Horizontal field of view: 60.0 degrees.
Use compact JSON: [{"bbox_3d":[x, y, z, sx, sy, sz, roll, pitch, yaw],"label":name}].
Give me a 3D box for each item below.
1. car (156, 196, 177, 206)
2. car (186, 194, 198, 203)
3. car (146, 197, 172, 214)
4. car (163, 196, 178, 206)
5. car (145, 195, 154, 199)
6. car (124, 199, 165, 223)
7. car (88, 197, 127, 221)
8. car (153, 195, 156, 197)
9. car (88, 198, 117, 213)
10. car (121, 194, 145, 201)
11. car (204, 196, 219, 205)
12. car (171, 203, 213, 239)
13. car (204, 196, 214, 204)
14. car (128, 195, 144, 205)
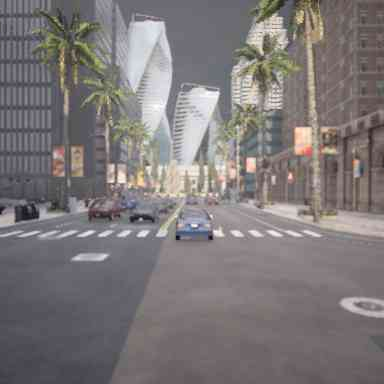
[{"bbox_3d":[-3.497,1.569,45.025,1.994,1.385,4.181,0,0,0],"label":"car"},{"bbox_3d":[0.011,1.571,57.560,1.994,1.385,4.181,0,0,-1],"label":"car"},{"bbox_3d":[-3.523,1.568,35.260,1.994,1.385,4.181,0,0,1],"label":"car"},{"bbox_3d":[-3.477,1.498,55.466,2.128,1.511,4.902,0,0,0],"label":"car"},{"bbox_3d":[-6.994,1.569,47.119,1.994,1.385,4.181,0,0,0],"label":"car"},{"bbox_3d":[-3.579,1.550,26.021,2.033,1.411,5.357,0,0,0],"label":"car"},{"bbox_3d":[-7.069,1.481,27.476,1.882,1.535,5.008,0,0,0],"label":"car"},{"bbox_3d":[-10.421,1.491,89.556,2.231,1.521,4.892,0,0,-1],"label":"car"},{"bbox_3d":[-10.189,1.517,38.251,2.161,1.482,4.786,0,0,-1],"label":"car"},{"bbox_3d":[-6.999,1.226,37.178,2.150,2.045,5.566,0,0,0],"label":"car"},{"bbox_3d":[3.510,1.608,57.551,1.895,1.301,4.718,0,0,-1],"label":"car"},{"bbox_3d":[0.101,1.550,17.406,2.033,1.411,5.357,0,0,0],"label":"car"},{"bbox_3d":[3.403,1.509,67.605,1.837,1.490,4.892,0,0,-1],"label":"car"},{"bbox_3d":[-10.116,1.361,60.183,2.185,1.767,4.553,0,0,-1],"label":"car"}]
